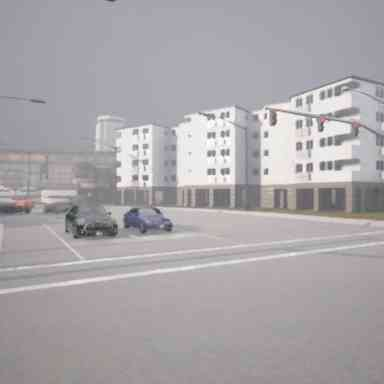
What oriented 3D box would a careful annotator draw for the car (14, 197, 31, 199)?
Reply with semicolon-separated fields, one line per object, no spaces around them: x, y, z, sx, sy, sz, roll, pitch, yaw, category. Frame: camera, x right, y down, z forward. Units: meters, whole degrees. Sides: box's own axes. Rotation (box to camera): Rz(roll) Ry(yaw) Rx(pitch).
-26.891;1.572;51.871;4.553;1.767;2.097;0;0;17;car

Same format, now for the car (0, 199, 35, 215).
-19.275;1.761;35.868;4.718;1.301;1.895;0;0;36;car

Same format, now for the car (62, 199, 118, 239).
-5.531;1.449;18.064;2.097;1.767;4.553;0;0;-28;car

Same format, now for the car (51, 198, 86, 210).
-17.631;1.695;47.496;4.902;1.511;2.128;0;0;30;car

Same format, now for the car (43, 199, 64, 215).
-14.539;1.726;36.426;4.181;1.385;1.994;0;0;41;car

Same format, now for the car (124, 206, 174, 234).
-2.808;1.630;20.419;1.812;1.442;4.674;0;0;-30;car
